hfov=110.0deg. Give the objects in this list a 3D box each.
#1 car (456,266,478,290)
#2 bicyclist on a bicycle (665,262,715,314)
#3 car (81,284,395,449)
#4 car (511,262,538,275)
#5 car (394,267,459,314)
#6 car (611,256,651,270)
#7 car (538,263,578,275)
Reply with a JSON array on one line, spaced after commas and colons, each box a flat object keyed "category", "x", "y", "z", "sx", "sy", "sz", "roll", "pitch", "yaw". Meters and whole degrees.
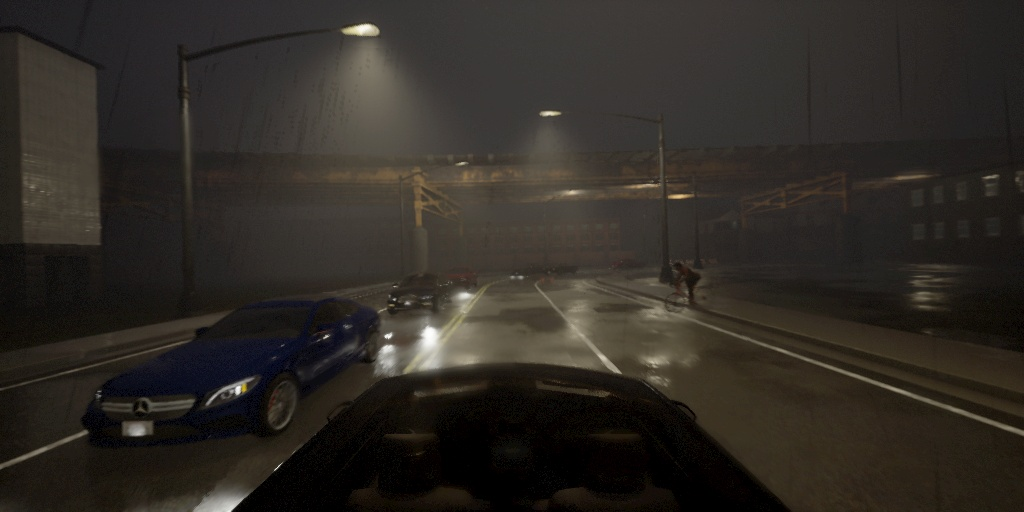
[{"category": "car", "x": -3.572, "y": 1.447, "z": 25.008, "sx": 1.882, "sy": 1.535, "sz": 5.008, "roll": -2, "pitch": 0, "yaw": 4}, {"category": "bicyclist on a bicycle", "x": 5.620, "y": 0.981, "z": 11.512, "sx": 1.656, "sy": 1.620, "sz": 0.582, "roll": -11, "pitch": 0, "yaw": 0}, {"category": "car", "x": -3.610, "y": 1.408, "z": 5.768, "sx": 1.812, "sy": 1.442, "sz": 4.674, "roll": -2, "pitch": 0, "yaw": 0}, {"category": "car", "x": 2.201, "y": 1.424, "z": 40.501, "sx": 2.033, "sy": 1.411, "sz": 5.357, "roll": -2, "pitch": 0, "yaw": 40}, {"category": "car", "x": -3.648, "y": 1.430, "z": 14.958, "sx": 1.837, "sy": 1.490, "sz": 4.892, "roll": -2, "pitch": 0, "yaw": 0}, {"category": "car", "x": 14.611, "y": 1.005, "z": 45.046, "sx": 4.674, "sy": 1.442, "sz": 1.812, "roll": -2, "pitch": 0, "yaw": -21}, {"category": "car", "x": 5.177, "y": 1.351, "z": 38.256, "sx": 1.895, "sy": 1.301, "sz": 4.718, "roll": -2, "pitch": 0, "yaw": 39}]
